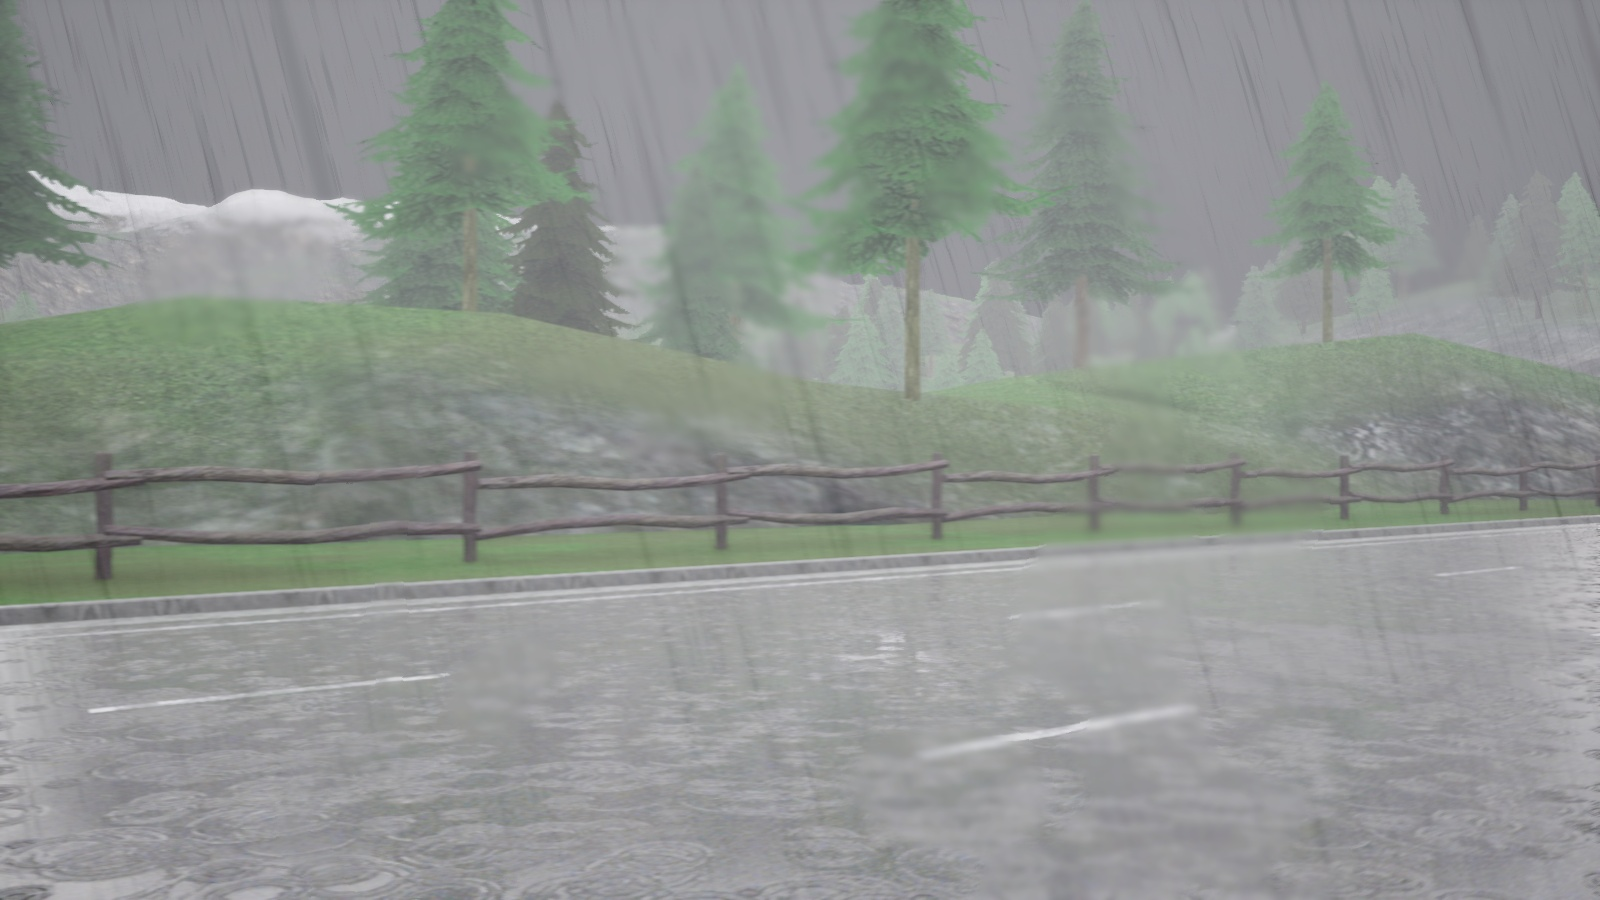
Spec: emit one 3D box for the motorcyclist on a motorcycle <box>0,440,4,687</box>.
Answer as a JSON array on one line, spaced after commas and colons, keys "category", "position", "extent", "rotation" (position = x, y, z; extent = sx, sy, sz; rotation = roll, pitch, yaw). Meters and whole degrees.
[{"category": "motorcyclist on a motorcycle", "position": [-6.120, 0.730, 7.927], "extent": [1.817, 1.590, 0.866], "rotation": [0, 0, -35]}]
